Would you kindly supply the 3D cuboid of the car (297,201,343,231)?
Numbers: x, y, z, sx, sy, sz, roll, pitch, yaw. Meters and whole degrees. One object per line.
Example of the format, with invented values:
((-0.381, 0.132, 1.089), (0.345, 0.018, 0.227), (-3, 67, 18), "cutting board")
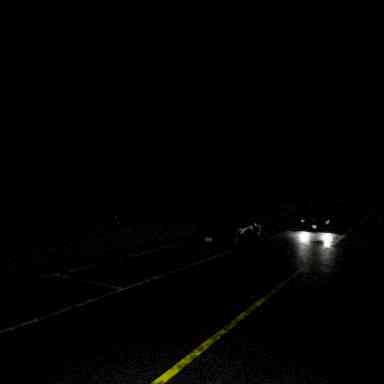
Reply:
((8.221, 1.548, 20.812), (2.033, 1.411, 5.357), (0, 0, 32), "car")

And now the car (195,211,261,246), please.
((1.827, 1.566, 15.385), (1.947, 1.339, 4.313), (0, 0, 32), "car")

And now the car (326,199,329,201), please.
((10.575, 1.582, 29.464), (1.802, 1.307, 4.206), (0, 0, 32), "car")

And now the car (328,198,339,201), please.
((13.491, 1.567, 34.156), (1.947, 1.339, 4.313), (0, 0, 32), "car")
